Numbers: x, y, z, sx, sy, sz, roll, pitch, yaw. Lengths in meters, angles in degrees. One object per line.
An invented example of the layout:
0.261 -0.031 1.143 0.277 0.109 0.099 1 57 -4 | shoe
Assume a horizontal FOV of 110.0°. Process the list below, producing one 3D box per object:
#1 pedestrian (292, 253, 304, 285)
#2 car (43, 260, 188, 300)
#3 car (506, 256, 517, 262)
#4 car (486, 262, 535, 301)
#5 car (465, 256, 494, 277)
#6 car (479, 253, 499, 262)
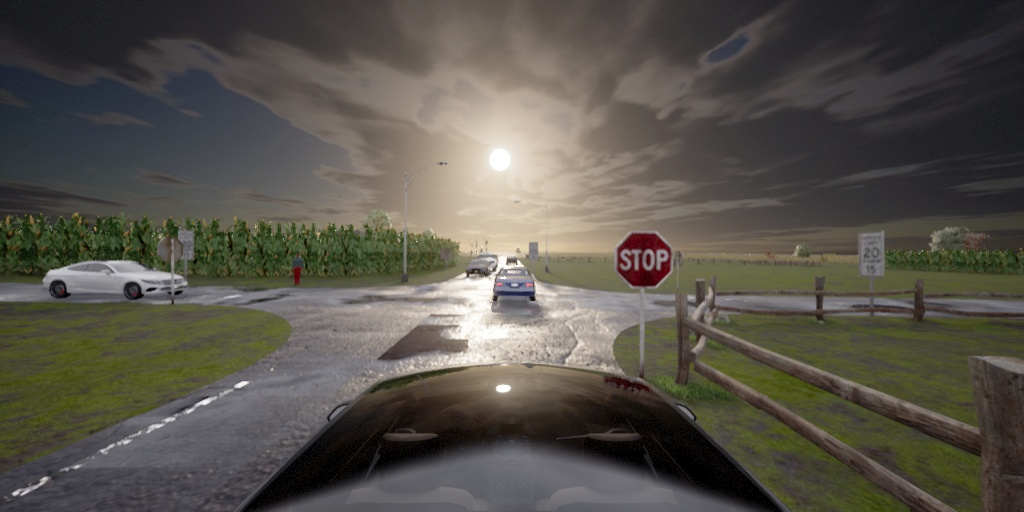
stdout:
-12.208 0.726 20.333 0.375 1.860 0.375 0 -1 0 | pedestrian
-15.718 0.900 14.305 4.674 1.442 1.812 1 0 1 | car
-0.027 0.708 62.278 1.882 1.535 5.008 0 1 0 | car
0.086 1.194 16.630 2.033 1.411 5.357 1 0 0 | car
-2.921 0.998 31.679 1.837 1.490 4.892 0 1 0 | car
-2.927 0.629 41.609 2.150 2.045 5.566 0 1 0 | car
